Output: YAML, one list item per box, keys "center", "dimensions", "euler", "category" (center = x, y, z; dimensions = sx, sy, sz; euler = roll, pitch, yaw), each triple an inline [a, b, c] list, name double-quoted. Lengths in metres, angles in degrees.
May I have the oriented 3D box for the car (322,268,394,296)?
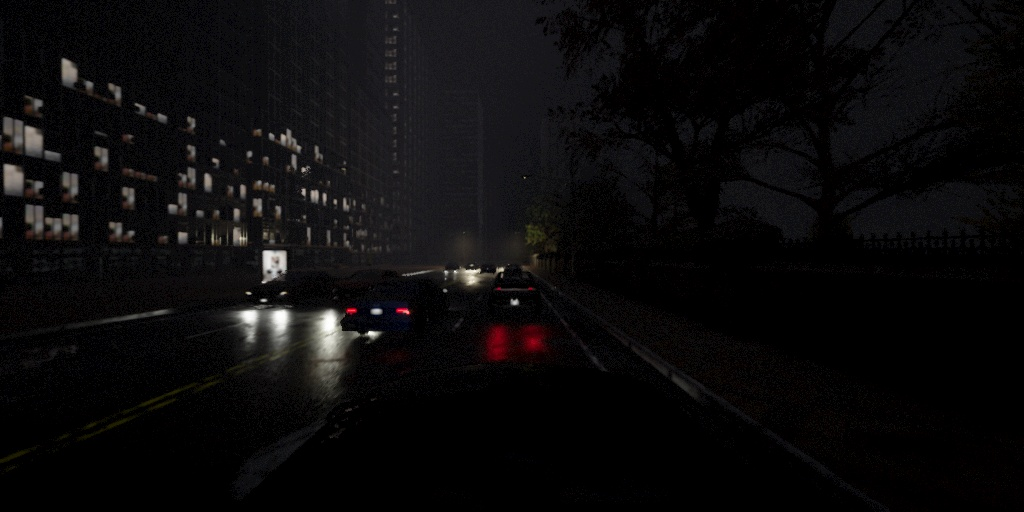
- center: [-6.606, 1.332, 16.959]
  dimensions: [1.882, 1.535, 5.008]
  euler: [0, 0, 0]
  category: "car"

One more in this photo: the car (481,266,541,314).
- center: [0.093, 1.327, 14.176]
  dimensions: [2.128, 1.511, 4.902]
  euler: [0, 0, 0]
  category: "car"

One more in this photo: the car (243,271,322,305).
- center: [-9.857, 1.401, 16.894]
  dimensions: [2.033, 1.411, 5.357]
  euler: [0, 0, 0]
  category: "car"

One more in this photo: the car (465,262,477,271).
- center: [-6.559, 1.698, 59.119]
  dimensions: [2.033, 1.411, 5.357]
  euler: [0, 0, 0]
  category: "car"

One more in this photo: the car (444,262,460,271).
- center: [-9.810, 1.676, 59.161]
  dimensions: [1.812, 1.442, 4.674]
  euler: [0, 0, 0]
  category: "car"

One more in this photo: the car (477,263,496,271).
- center: [-3.174, 1.640, 48.572]
  dimensions: [1.994, 1.385, 4.181]
  euler: [0, 0, 0]
  category: "car"

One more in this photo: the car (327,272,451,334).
- center: [-3.159, 1.359, 10.868]
  dimensions: [2.033, 1.411, 5.357]
  euler: [0, 0, 0]
  category: "car"

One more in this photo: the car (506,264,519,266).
- center: [0.067, 1.532, 35.482]
  dimensions: [2.033, 1.411, 5.357]
  euler: [0, 0, 0]
  category: "car"
